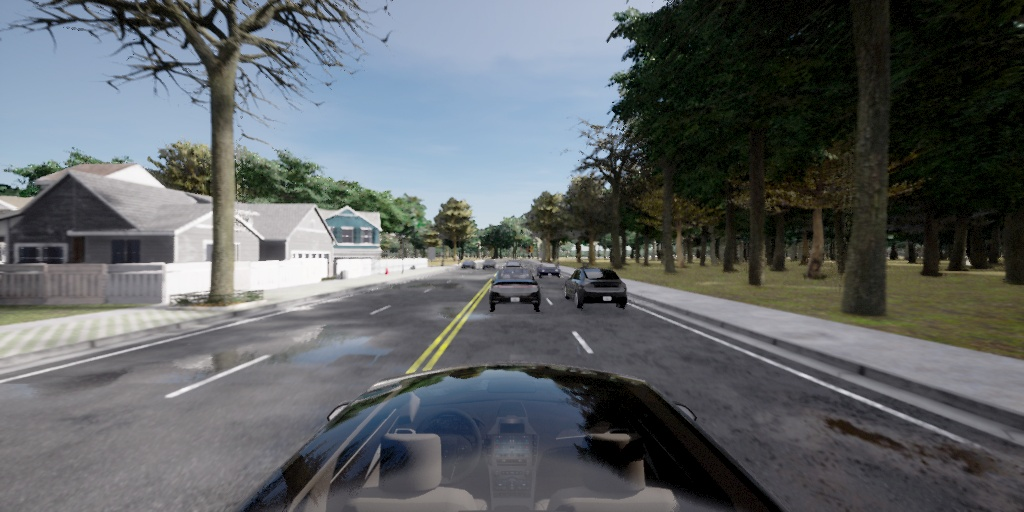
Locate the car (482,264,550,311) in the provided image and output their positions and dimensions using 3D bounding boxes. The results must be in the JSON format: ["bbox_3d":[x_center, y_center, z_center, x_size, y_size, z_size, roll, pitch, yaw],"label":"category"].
[{"bbox_3d":[0.105,1.240,14.409,2.128,1.511,4.902,0,0,0],"label":"car"}]

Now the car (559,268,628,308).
[{"bbox_3d":[3.353,1.254,15.043,1.837,1.490,4.892,0,0,0],"label":"car"}]

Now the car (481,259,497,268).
[{"bbox_3d":[-3.280,1.241,51.713,1.837,1.490,4.892,0,0,1],"label":"car"}]

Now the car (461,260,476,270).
[{"bbox_3d":[-6.504,1.282,54.128,2.033,1.411,5.357,0,0,0],"label":"car"}]

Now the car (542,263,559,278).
[{"bbox_3d":[3.357,1.344,33.971,1.895,1.301,4.718,0,0,0],"label":"car"}]

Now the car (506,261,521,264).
[{"bbox_3d":[0.107,1.234,33.518,2.128,1.511,4.902,0,0,0],"label":"car"}]
